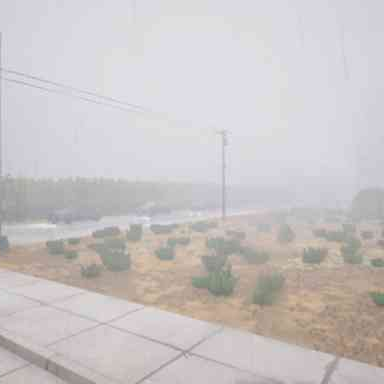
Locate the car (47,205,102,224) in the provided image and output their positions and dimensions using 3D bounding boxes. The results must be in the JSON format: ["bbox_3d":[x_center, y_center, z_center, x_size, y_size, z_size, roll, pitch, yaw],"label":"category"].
[{"bbox_3d":[-9.274,1.754,26.489,1.994,1.385,4.181,0,0,33],"label":"car"}]

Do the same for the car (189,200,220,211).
[{"bbox_3d":[1.728,1.744,43.586,2.033,1.411,5.357,0,0,33],"label":"car"}]

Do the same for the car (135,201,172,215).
[{"bbox_3d":[-3.908,1.719,34.809,1.812,1.442,4.674,0,0,33],"label":"car"}]
